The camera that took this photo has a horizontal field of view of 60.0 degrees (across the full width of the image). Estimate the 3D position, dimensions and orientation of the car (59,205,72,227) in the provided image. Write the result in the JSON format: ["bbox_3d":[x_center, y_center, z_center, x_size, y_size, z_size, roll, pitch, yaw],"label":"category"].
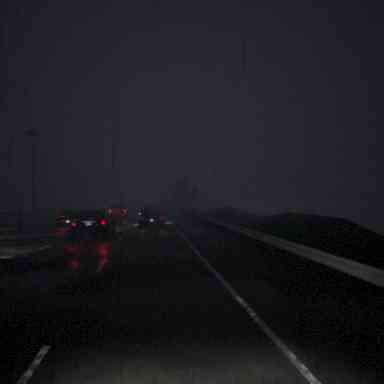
[{"bbox_3d":[-10.857,2.281,30.643,1.837,1.490,4.892,-2,-1,-8],"label":"car"}]

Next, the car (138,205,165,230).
[{"bbox_3d":[-3.081,1.989,25.237,1.994,1.385,4.181,-2,-1,-7],"label":"car"}]

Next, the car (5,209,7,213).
[{"bbox_3d":[-36.321,3.621,62.137,1.812,1.442,4.674,-2,-1,-8],"label":"car"}]

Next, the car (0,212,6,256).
[{"bbox_3d":[-8.251,1.791,11.016,2.097,1.767,4.553,-2,-1,-8],"label":"car"}]

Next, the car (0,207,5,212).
[{"bbox_3d":[-26.860,2.871,43.409,2.097,1.767,4.553,-2,-1,-7],"label":"car"}]

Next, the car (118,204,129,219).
[{"bbox_3d":[-8.325,2.127,38.081,2.097,1.767,4.553,-2,-1,-8],"label":"car"}]

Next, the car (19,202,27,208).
[{"bbox_3d":[-42.660,3.460,85.609,2.150,2.045,5.566,-2,-1,-6],"label":"car"}]

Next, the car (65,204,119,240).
[{"bbox_3d":[-5.978,1.824,20.450,2.097,1.767,4.553,-2,-1,-8],"label":"car"}]

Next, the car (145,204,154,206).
[{"bbox_3d":[-5.311,2.239,41.988,1.812,1.442,4.674,-2,-1,-8],"label":"car"}]

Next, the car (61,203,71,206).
[{"bbox_3d":[-31.959,3.556,84.428,2.033,1.411,5.357,-2,-1,-6],"label":"car"}]

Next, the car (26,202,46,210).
[{"bbox_3d":[-34.360,3.400,74.333,2.150,2.045,5.566,-2,-1,-7],"label":"car"}]
